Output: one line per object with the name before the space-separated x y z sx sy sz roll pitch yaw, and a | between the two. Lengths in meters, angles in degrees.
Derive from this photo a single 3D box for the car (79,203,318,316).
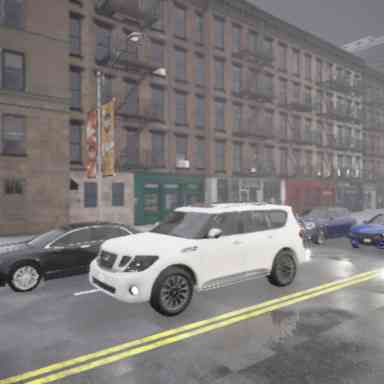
car | 0.453 1.318 8.117 5.566 2.045 2.150 0 -1 -37

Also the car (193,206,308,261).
car | 2.474 1.505 13.595 4.553 1.767 2.097 0 -1 -37

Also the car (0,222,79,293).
car | -3.255 1.629 9.377 4.892 1.490 1.837 0 -1 -37

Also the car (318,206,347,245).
car | 6.322 1.527 16.617 4.553 1.767 2.097 0 -1 -37

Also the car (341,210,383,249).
car | 8.784 1.618 14.406 5.008 1.535 1.882 0 -1 -37
